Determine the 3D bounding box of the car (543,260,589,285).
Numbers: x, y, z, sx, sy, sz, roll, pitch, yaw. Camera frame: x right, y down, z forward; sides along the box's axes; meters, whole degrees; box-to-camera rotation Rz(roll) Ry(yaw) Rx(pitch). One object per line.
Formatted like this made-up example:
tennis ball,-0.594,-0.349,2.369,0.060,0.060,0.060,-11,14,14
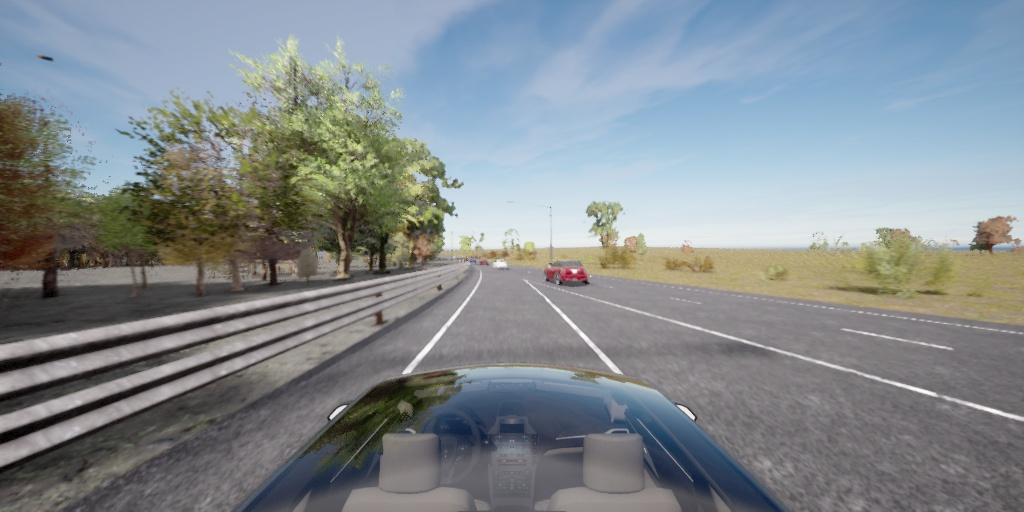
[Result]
car,3.689,1.047,25.444,2.097,1.767,4.553,0,0,-11

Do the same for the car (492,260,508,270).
car,-1.780,1.265,53.923,1.812,1.442,4.674,0,0,-11
